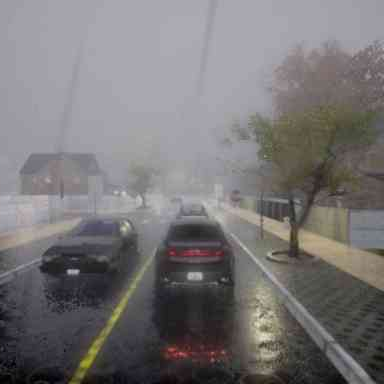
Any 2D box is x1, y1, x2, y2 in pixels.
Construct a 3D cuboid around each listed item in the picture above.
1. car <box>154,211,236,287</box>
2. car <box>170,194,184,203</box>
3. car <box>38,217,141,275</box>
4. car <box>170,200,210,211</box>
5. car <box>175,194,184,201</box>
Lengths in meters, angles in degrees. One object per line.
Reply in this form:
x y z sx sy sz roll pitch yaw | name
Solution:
0.074 1.478 9.184 1.837 1.490 4.892 0 0 0 | car
-2.808 1.484 59.323 1.994 1.385 4.181 0 0 0 | car
-2.831 1.519 10.597 2.033 1.411 5.357 0 0 0 | car
0.035 1.443 18.559 2.128 1.511 4.902 0 0 1 | car
-2.754 1.247 75.030 1.812 1.442 4.674 0 0 0 | car
